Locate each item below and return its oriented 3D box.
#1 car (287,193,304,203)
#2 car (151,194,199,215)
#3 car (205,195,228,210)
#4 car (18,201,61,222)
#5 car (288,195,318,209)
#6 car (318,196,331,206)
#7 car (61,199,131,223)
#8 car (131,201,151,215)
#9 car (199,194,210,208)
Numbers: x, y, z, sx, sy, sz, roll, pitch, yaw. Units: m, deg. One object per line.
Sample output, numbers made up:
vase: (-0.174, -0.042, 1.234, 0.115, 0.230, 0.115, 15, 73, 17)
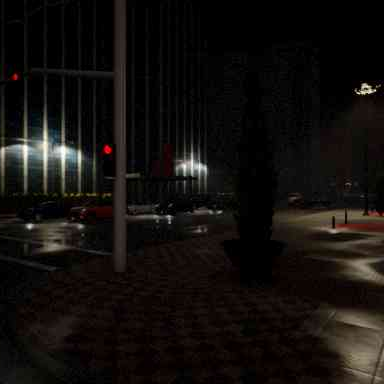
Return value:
car: (17.618, 1.221, 55.281, 2.150, 2.045, 5.566, 0, 0, 35)
car: (-1.663, 1.352, 34.086, 2.097, 1.767, 4.553, 0, 0, 35)
car: (4.179, 1.492, 42.442, 2.128, 1.511, 4.902, 0, 0, 35)
car: (-11.190, 1.478, 26.550, 1.882, 1.535, 5.008, 0, 0, 35)
car: (15.334, 1.478, 45.883, 1.882, 1.535, 5.008, 0, -1, 35)
car: (21.294, 1.352, 54.431, 2.097, 1.767, 4.553, 0, 0, 35)
car: (-7.355, 1.352, 25.927, 2.097, 1.767, 4.553, 0, 0, 35)
car: (-5.525, 1.601, 34.674, 1.895, 1.301, 4.718, 0, 0, 35)
car: (0.610, 1.221, 43.445, 2.150, 2.045, 5.566, 0, 0, 35)
